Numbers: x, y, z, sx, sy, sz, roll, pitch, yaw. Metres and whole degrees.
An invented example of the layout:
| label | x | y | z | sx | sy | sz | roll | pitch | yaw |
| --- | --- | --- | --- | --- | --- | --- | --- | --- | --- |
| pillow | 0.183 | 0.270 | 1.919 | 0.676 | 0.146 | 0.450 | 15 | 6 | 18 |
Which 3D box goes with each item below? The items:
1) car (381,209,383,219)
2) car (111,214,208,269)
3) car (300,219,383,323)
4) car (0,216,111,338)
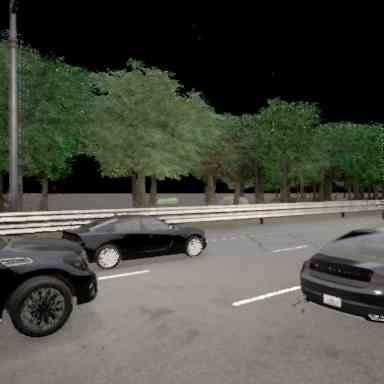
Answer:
| label | x | y | z | sx | sy | sz | roll | pitch | yaw |
| --- | --- | --- | --- | --- | --- | --- | --- | --- | --- |
| car | 14.997 | 1.437 | 22.982 | 4.902 | 1.511 | 2.128 | 0 | 0 | -35 |
| car | -1.749 | 1.469 | 11.090 | 5.008 | 1.535 | 1.882 | 0 | 0 | -35 |
| car | 4.225 | 1.492 | 6.751 | 4.892 | 1.490 | 1.837 | 0 | 0 | -35 |
| car | -4.322 | 1.223 | 4.963 | 5.566 | 2.045 | 2.150 | 0 | 0 | -35 |
